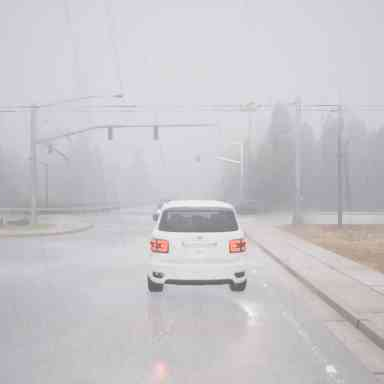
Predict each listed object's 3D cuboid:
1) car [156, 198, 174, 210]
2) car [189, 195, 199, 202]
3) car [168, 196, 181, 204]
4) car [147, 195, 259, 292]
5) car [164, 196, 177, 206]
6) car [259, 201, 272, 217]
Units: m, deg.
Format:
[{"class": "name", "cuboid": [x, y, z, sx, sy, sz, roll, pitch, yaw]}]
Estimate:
[{"class": "car", "cuboid": [-3.584, 1.547, 44.939, 2.033, 1.411, 5.357, 0, 0, 0]}, {"class": "car", "cuboid": [0.556, 1.525, 80.763, 2.128, 1.511, 4.902, 0, 0, 2]}, {"class": "car", "cuboid": [-3.422, 1.491, 65.392, 2.128, 1.511, 4.902, 0, 0, 1]}, {"class": "car", "cuboid": [0.068, 1.218, 9.086, 2.150, 2.045, 5.566, 0, 0, -2]}, {"class": "car", "cuboid": [-3.556, 1.505, 55.126, 1.837, 1.490, 4.892, 0, 0, 0]}, {"class": "car", "cuboid": [4.875, 1.526, 30.528, 4.892, 1.490, 1.837, 0, 0, -3]}]
